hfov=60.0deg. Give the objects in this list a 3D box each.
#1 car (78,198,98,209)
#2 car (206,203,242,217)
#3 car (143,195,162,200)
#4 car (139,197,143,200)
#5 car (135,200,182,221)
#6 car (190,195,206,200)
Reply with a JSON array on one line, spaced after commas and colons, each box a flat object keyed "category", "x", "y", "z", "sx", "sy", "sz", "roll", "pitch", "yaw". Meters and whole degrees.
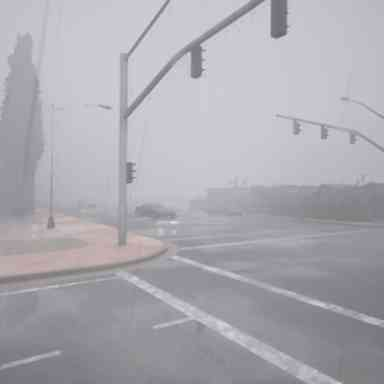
[{"category": "car", "x": -15.173, "y": 1.652, "z": 48.303, "sx": 1.882, "sy": 1.535, "sz": 5.008, "roll": 1, "pitch": -1, "yaw": -32}, {"category": "car", "x": 3.243, "y": 1.815, "z": 34.562, "sx": 1.994, "sy": 1.385, "sz": 4.181, "roll": 1, "pitch": -1, "yaw": -34}, {"category": "car", "x": -8.728, "y": 1.580, "z": 77.886, "sx": 3.866, "sy": 1.878, "sz": 1.905, "roll": 1, "pitch": 0, "yaw": -34}, {"category": "car", "x": -10.302, "y": 1.579, "z": 80.316, "sx": 4.605, "sy": 1.855, "sz": 1.932, "roll": 1, "pitch": 0, "yaw": -34}, {"category": "car", "x": -3.322, "y": 1.708, "z": 29.638, "sx": 2.033, "sy": 1.411, "sz": 5.357, "roll": 1, "pitch": 0, "yaw": -33}, {"category": "car", "x": 2.277, "y": 1.574, "z": 61.639, "sx": 3.866, "sy": 1.878, "sz": 1.905, "roll": 1, "pitch": 0, "yaw": -34}]
